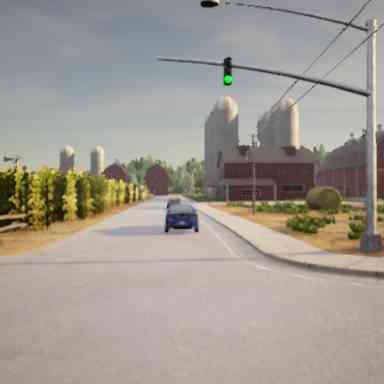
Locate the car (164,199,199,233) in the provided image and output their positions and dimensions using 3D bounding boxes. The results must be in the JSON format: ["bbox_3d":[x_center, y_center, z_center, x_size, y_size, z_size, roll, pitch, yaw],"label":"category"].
[{"bbox_3d":[-0.652,1.440,19.652,1.882,1.535,5.008,0,0,-3],"label":"car"}]

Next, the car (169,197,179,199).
[{"bbox_3d":[-2.446,1.409,45.328,2.128,1.511,4.902,0,0,-4],"label":"car"}]
